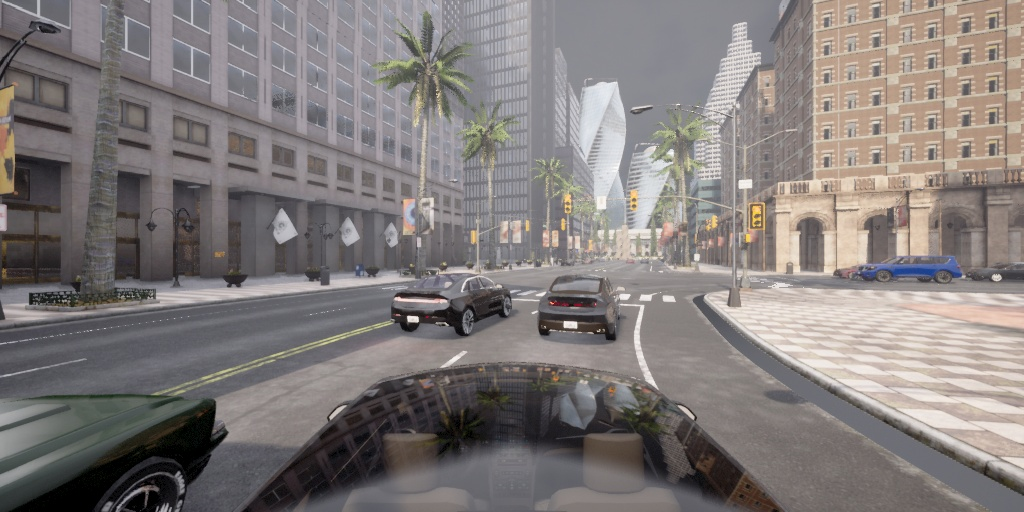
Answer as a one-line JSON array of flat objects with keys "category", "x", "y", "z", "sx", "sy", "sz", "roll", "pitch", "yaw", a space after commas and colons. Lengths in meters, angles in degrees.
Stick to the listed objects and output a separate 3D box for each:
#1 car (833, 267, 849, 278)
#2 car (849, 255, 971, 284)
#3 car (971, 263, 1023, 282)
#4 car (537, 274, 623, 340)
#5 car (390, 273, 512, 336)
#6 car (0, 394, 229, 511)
[{"category": "car", "x": 30.392, "y": 1.316, "z": 30.760, "sx": 4.181, "sy": 1.385, "sz": 1.994, "roll": 0, "pitch": 0, "yaw": 21}, {"category": "car", "x": 29.877, "y": 0.973, "z": 27.202, "sx": 5.566, "sy": 2.045, "sz": 2.150, "roll": 0, "pitch": 0, "yaw": 21}, {"category": "car", "x": 38.549, "y": 1.257, "z": 27.555, "sx": 4.892, "sy": 1.490, "sz": 1.837, "roll": 0, "pitch": 0, "yaw": 22}, {"category": "car", "x": 2.041, "y": 1.255, "z": 10.122, "sx": 1.837, "sy": 1.490, "sz": 4.892, "roll": 0, "pitch": 0, "yaw": 18}, {"category": "car", "x": -1.482, "y": 1.242, "z": 10.540, "sx": 2.128, "sy": 1.511, "sz": 4.902, "roll": 0, "pitch": 0, "yaw": 19}, {"category": "car", "x": -3.312, "y": 1.351, "z": 0.813, "sx": 1.895, "sy": 1.301, "sz": 4.718, "roll": 0, "pitch": 0, "yaw": 1}]
